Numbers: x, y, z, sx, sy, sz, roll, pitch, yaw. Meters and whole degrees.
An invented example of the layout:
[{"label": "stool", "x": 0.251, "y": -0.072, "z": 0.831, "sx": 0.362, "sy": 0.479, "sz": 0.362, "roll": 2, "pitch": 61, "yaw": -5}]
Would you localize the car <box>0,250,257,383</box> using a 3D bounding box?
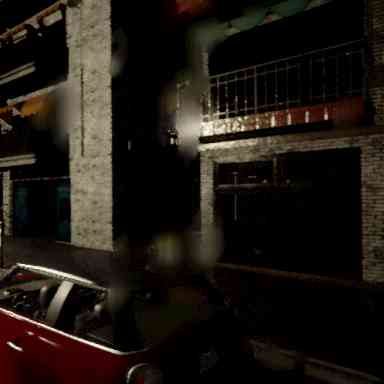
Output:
[{"label": "car", "x": -1.428, "y": 1.418, "z": 3.914, "sx": 4.097, "sy": 1.590, "sz": 1.967, "roll": 0, "pitch": -1, "yaw": 36}]
